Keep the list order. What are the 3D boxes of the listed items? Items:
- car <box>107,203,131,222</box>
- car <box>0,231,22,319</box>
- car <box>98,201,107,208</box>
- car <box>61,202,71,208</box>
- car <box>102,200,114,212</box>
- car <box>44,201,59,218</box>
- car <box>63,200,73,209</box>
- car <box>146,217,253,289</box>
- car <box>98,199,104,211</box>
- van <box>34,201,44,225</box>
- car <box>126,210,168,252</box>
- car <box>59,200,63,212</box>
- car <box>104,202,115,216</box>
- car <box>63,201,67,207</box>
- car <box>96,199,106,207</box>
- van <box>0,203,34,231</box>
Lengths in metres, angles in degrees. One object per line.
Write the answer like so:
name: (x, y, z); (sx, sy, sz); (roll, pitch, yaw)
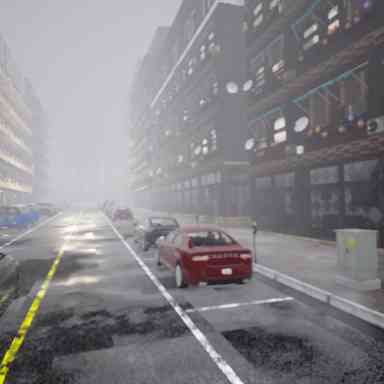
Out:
car: (-6.451, 1.964, 30.548); (1.887, 1.381, 4.507); (1, -1, -17)
car: (-4.373, 1.695, 5.853); (1.994, 1.385, 4.181); (-1, -1, -17)
car: (-19.593, 2.739, 72.794); (1.802, 1.307, 4.206); (0, -1, -17)
car: (-28.741, 2.906, 75.803); (1.887, 1.381, 4.507); (1, -1, -17)
car: (-9.720, 2.035, 41.116); (1.967, 1.590, 4.097); (1, -1, -17)
car: (-17.270, 2.015, 38.838); (2.192, 1.841, 5.009); (1, -1, -17)
car: (-27.101, 2.576, 70.525); (2.192, 1.841, 5.009); (1, -1, -17)
car: (0.104, 1.636, 9.420); (1.887, 1.381, 4.507); (1, -1, -17)
car: (-13.037, 2.090, 51.670); (2.192, 1.841, 5.009); (1, -1, -17)
van: (-13.993, 1.865, 28.274); (1.690, 1.788, 3.998); (1, -1, -17)
car: (-1.535, 1.721, 14.703); (2.008, 1.369, 4.403); (1, -1, -17)
car: (-18.908, 2.104, 44.118); (2.192, 1.841, 5.009); (1, -1, -17)
car: (-8.089, 2.051, 35.829); (1.887, 1.381, 4.507); (1, -1, -17)
car: (-22.188, 2.537, 54.678); (1.947, 1.339, 4.313); (1, -1, -17)
car: (-22.870, 2.675, 83.363); (2.192, 1.841, 5.009); (0, -1, -17)
van: (-12.354, 1.780, 22.992); (1.690, 1.788, 3.998); (1, -1, -17)
